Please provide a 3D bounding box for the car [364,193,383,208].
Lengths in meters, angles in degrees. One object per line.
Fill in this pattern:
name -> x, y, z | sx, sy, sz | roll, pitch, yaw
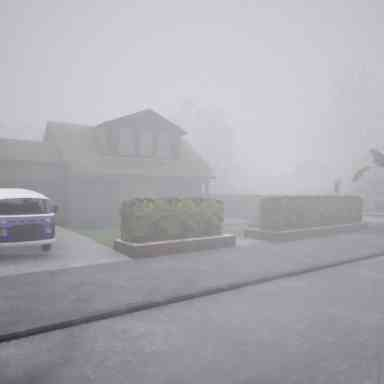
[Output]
car -> 23.130, 0.985, 40.297 | 3.866, 1.878, 1.905 | 0, 0, 0
